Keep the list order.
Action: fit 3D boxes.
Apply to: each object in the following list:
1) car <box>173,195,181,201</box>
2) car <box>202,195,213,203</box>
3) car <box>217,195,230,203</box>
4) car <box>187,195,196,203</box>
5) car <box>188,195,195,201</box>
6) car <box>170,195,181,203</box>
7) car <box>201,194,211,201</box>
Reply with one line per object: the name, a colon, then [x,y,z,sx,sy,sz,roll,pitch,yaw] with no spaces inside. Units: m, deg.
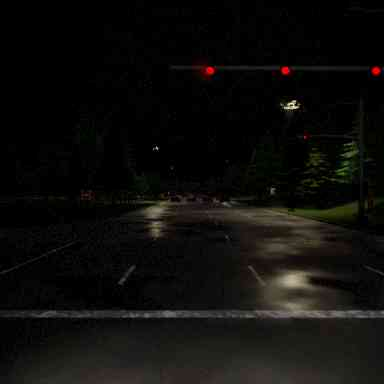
car: [-3.592,1.365,80.773,1.812,1.442,4.674,0,0,0]
car: [3.420,1.552,70.777,1.994,1.385,4.181,0,0,0]
car: [6.919,1.552,70.781,1.994,1.385,4.181,0,0,0]
car: [-0.080,1.539,70.357,2.033,1.411,5.357,0,0,0]
car: [-0.092,1.365,80.777,1.812,1.442,4.674,0,0,0]
car: [-3.580,1.524,70.769,1.812,1.442,4.674,0,0,0]
car: [3.408,1.366,80.781,2.128,1.511,4.902,0,0,0]
